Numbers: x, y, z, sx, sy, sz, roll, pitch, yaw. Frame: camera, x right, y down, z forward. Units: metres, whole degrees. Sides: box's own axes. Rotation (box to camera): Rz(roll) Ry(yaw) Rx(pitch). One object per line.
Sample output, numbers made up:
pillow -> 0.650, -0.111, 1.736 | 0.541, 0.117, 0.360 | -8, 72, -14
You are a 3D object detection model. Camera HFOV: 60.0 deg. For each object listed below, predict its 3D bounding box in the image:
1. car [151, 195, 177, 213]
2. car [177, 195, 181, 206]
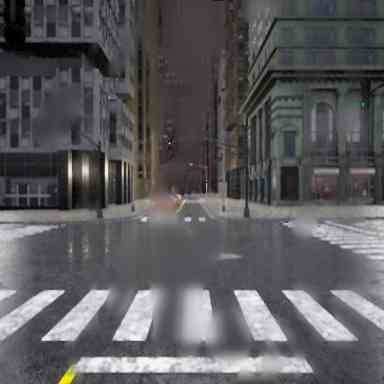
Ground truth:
car -> -3.078, 1.237, 35.512 | 2.097, 1.767, 4.553 | 0, 0, 0
car -> -3.126, 1.173, 50.645 | 2.097, 1.767, 4.553 | 0, 0, 0
